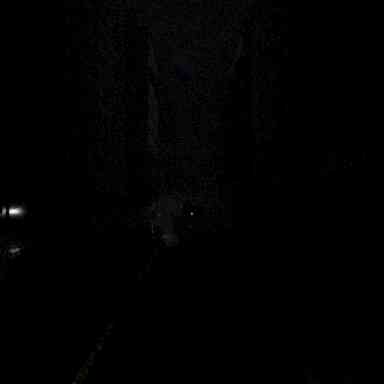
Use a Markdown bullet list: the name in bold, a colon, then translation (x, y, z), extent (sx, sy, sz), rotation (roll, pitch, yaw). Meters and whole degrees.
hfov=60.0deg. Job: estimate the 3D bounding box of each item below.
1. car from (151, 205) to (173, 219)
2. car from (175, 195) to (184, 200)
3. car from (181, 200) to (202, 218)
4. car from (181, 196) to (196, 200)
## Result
- **car**: translation (-2.952, 1.921, 32.944), extent (1.895, 1.301, 4.718), rotation (0, 0, 0)
- **car**: translation (-2.985, 1.776, 73.712), extent (1.994, 1.385, 4.181), rotation (0, 0, 0)
- **car**: translation (-0.006, 1.833, 33.960), extent (1.837, 1.490, 4.892), rotation (0, 0, 0)
- **car**: translation (-0.040, 1.756, 44.586), extent (2.097, 1.767, 4.553), rotation (0, 0, 0)
